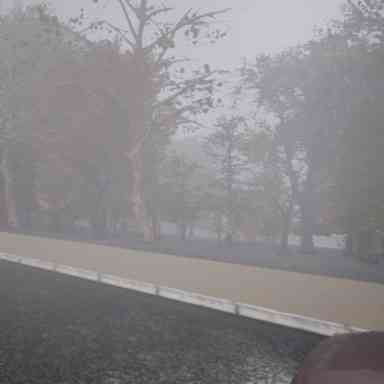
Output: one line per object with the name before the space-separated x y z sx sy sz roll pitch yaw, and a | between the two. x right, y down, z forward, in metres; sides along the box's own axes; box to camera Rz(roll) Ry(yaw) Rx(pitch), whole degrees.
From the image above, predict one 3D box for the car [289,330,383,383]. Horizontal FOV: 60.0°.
car | 2.600 1.560 1.828 4.181 1.385 1.994 0 0 36
